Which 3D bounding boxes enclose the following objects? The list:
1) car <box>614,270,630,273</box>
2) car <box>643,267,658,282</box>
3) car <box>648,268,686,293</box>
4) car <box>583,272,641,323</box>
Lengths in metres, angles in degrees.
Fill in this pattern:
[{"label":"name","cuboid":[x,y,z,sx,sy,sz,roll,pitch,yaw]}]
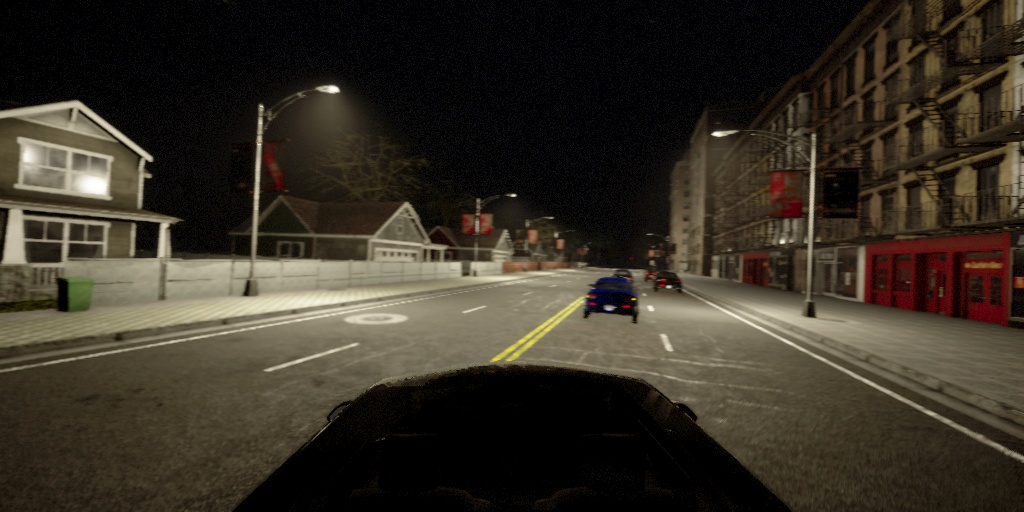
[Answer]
[{"label":"car","cuboid":[9.603,1.912,31.277,2.033,1.411,5.357,2,0,18]},{"label":"car","cuboid":[16.057,2.045,40.534,2.097,1.767,4.553,2,0,18]},{"label":"car","cuboid":[11.743,1.933,27.382,1.837,1.490,4.892,2,0,18]},{"label":"car","cuboid":[3.826,1.526,13.636,1.812,1.442,4.674,2,0,18]}]
